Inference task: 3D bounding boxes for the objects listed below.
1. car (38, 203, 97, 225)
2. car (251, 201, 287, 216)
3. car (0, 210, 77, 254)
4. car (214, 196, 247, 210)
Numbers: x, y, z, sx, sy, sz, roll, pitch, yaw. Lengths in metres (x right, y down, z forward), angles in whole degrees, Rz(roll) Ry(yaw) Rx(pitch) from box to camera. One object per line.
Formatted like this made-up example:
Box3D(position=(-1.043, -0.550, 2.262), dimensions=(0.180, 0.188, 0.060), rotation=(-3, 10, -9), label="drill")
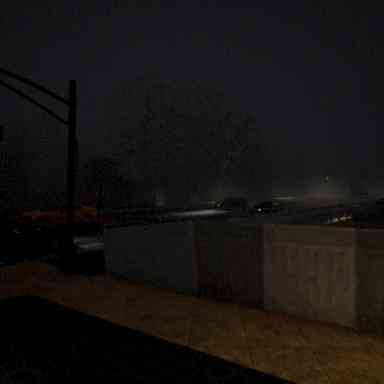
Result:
Box3D(position=(-8.833, 1.472, 22.343), dimensions=(1.882, 1.535, 5.008), rotation=(2, 2, 41), label="car")
Box3D(position=(7.330, 1.548, 31.326), dimensions=(1.994, 1.385, 4.181), rotation=(2, 2, 40), label="car")
Box3D(position=(-7.552, 1.796, 13.620), dimensions=(1.837, 1.490, 4.892), rotation=(2, 2, 40), label="car")
Box3D(position=(4.489, 1.230, 38.175), dimensions=(2.128, 1.511, 4.902), rotation=(2, 2, 40), label="car")
